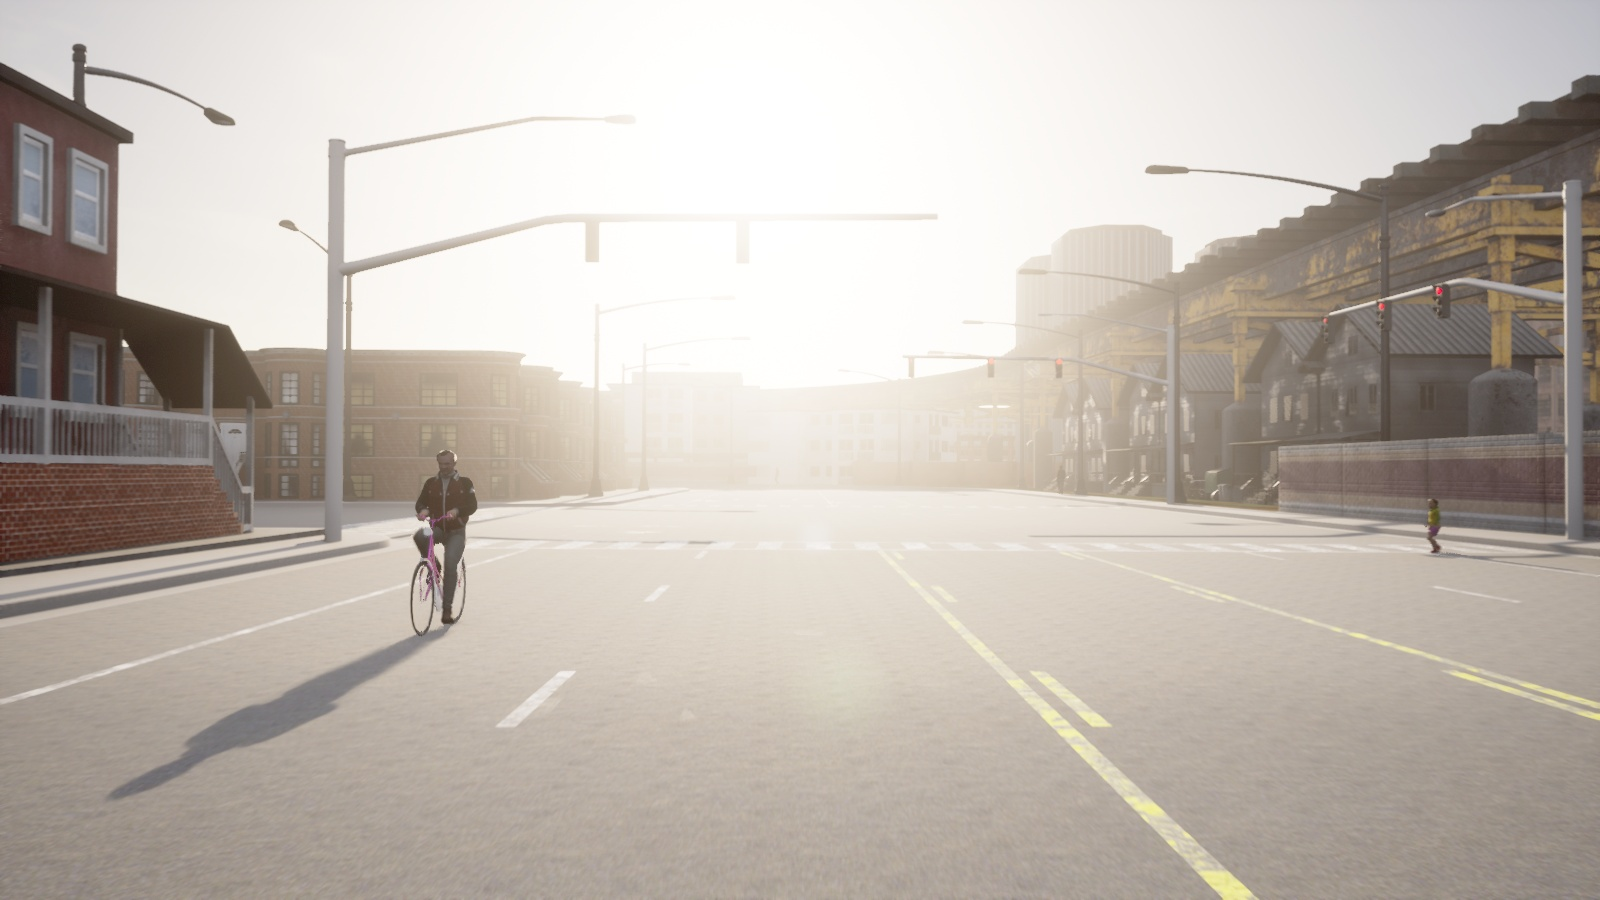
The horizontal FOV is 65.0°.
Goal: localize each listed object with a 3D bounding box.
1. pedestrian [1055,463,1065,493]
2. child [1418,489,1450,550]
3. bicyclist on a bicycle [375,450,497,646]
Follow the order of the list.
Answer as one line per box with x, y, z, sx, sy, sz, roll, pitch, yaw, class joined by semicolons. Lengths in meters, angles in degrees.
16.113;1.704;77.707;0.431;1.840;0.703;0;-1;-3;pedestrian
12.285;1.345;24.326;0.473;1.160;0.299;0;-1;8;child
-3.519;0.905;12.299;0.659;1.776;1.843;0;-1;0;bicyclist on a bicycle
